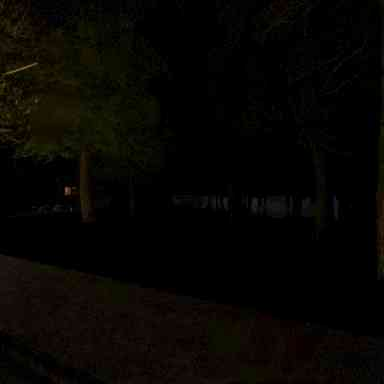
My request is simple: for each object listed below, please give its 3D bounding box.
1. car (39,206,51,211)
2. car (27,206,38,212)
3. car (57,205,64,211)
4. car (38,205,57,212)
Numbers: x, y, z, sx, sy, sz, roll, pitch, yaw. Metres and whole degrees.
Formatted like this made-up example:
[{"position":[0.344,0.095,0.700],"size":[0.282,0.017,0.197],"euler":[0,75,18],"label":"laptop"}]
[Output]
[{"position":[-38.385,4.276,86.995],"size":[1.994,1.385,4.181],"euler":[0,-2,-9],"label":"car"},{"position":[-36.733,3.913,77.090],"size":[1.837,1.490,4.892],"euler":[0,-2,-9],"label":"car"},{"position":[-35.179,4.239,87.531],"size":[2.128,1.511,4.902],"euler":[0,-2,-9],"label":"car"},{"position":[-33.465,3.887,77.248],"size":[1.837,1.490,4.892],"euler":[0,-2,-9],"label":"car"}]
